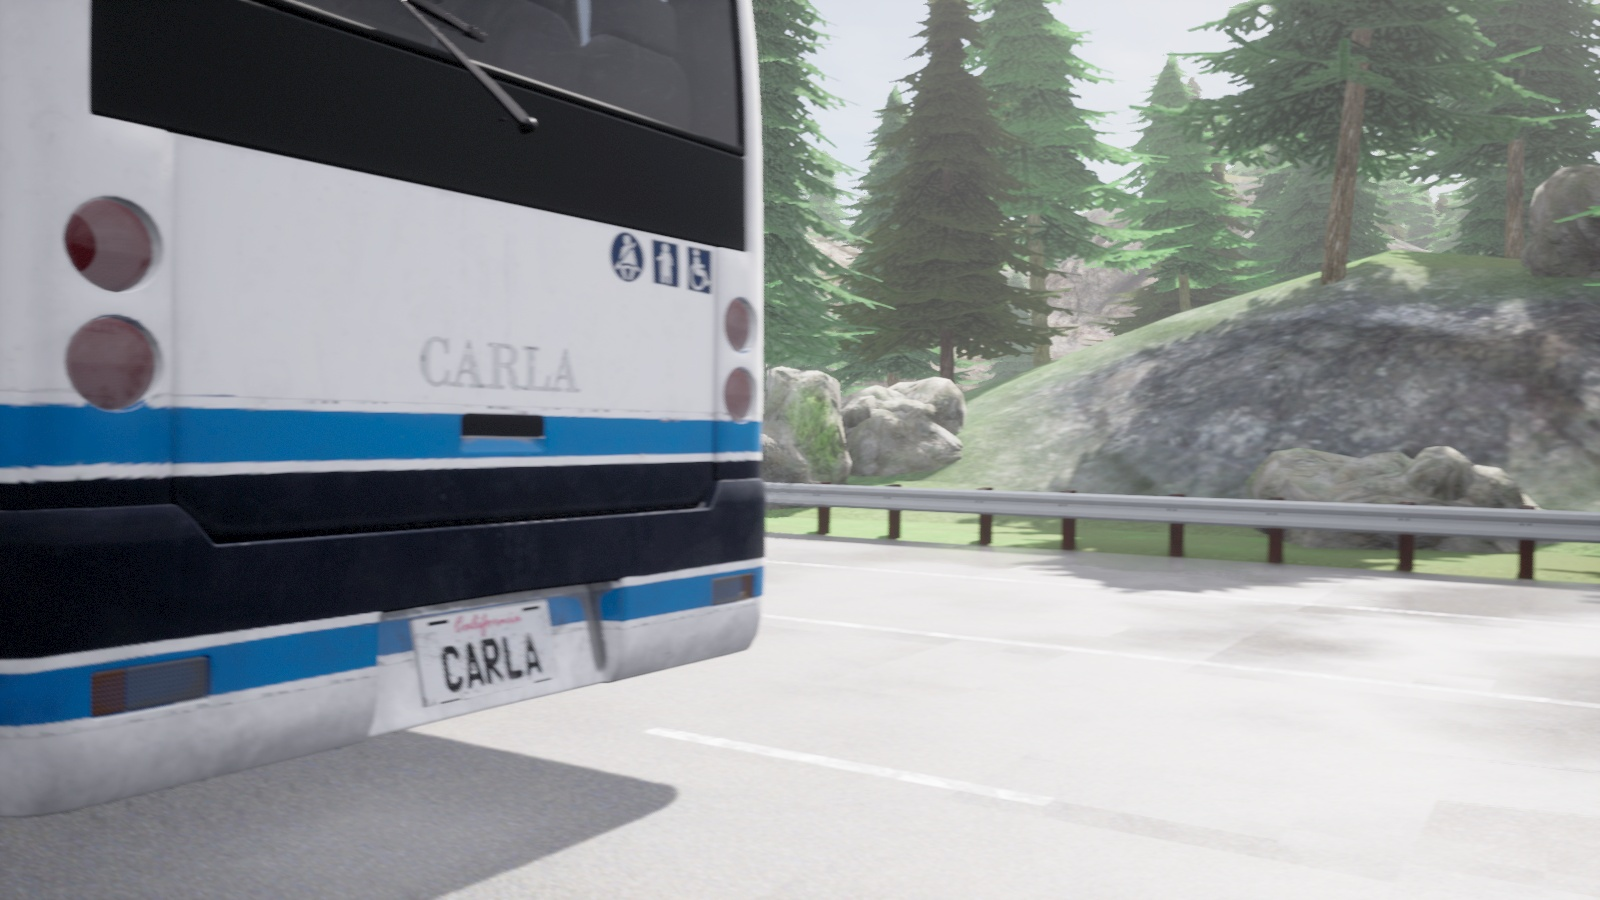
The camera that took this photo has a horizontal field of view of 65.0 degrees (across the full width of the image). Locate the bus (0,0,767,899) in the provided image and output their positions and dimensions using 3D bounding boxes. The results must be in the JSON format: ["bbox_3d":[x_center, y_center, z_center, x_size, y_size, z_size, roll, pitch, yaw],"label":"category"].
[{"bbox_3d":[-5.544,-0.695,7.279,10.273,4.253,3.944,0,1,34],"label":"bus"}]
